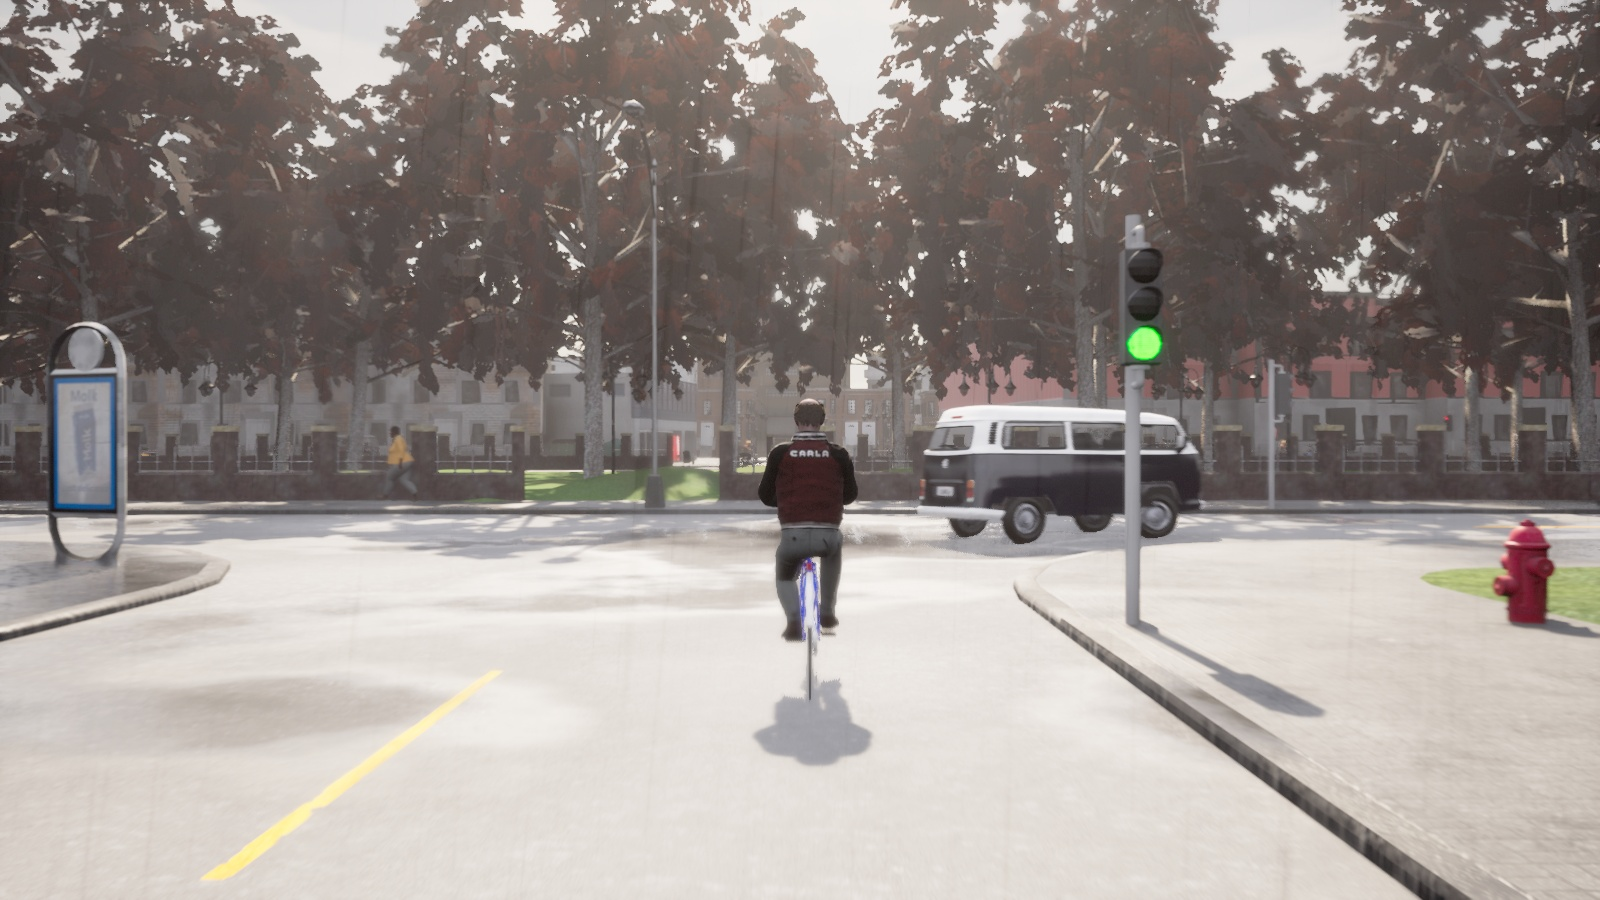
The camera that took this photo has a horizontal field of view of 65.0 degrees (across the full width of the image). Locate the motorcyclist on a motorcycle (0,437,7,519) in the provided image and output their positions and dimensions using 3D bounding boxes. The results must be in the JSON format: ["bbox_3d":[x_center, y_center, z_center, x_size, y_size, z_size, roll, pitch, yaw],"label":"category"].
[{"bbox_3d":[-16.354,0.539,24.019,1.817,1.590,0.866,0,0,1],"label":"motorcyclist on a motorcycle"}]

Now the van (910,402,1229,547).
[{"bbox_3d":[4.183,0.353,19.493,4.480,2.038,2.069,0,-1,-25],"label":"van"}]

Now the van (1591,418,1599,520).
[{"bbox_3d":[17.834,0.367,23.933,4.442,1.987,1.775,0,0,-2],"label":"van"}]

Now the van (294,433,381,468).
[{"bbox_3d":[-26.991,0.028,73.359,4.442,1.987,1.775,0,0,0],"label":"van"}]

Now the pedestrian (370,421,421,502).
[{"bbox_3d":[-9.446,0.269,29.348,0.900,1.855,0.874,0,0,0],"label":"pedestrian"}]

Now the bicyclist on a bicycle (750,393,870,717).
[{"bbox_3d":[0.059,0.569,7.801,0.659,1.776,1.843,0,1,0],"label":"bicyclist on a bicycle"}]
